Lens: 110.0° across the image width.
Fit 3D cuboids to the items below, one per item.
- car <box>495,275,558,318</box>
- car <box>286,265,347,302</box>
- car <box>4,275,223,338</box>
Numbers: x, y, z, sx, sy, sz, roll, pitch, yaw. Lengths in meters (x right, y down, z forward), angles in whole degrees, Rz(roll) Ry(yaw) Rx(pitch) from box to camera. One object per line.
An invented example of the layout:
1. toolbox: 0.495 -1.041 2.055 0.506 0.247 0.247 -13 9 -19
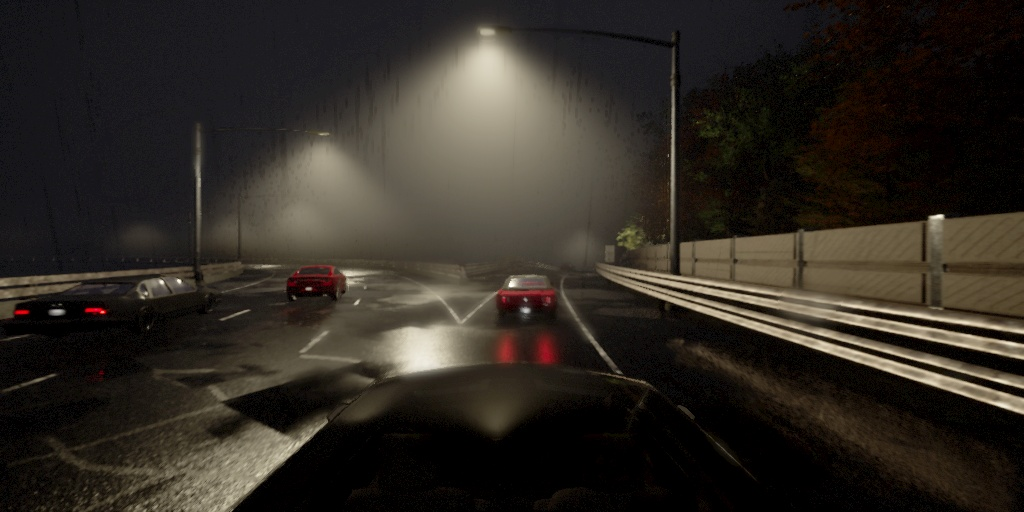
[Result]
1. car: 0.576 1.336 12.888 1.895 1.301 4.718 0 0 4
2. car: -9.034 1.178 16.913 1.882 1.535 5.008 0 0 -18
3. car: -10.481 1.256 10.127 2.033 1.411 5.357 0 0 -16
